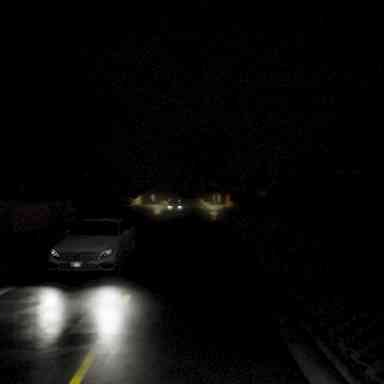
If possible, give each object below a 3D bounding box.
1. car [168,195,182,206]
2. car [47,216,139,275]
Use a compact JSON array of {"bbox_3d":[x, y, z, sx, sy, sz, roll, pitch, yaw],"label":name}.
[{"bbox_3d":[-2.780,1.319,54.502,2.097,1.767,4.553,0,-1,0],"label":"car"},{"bbox_3d":[-2.845,1.520,10.528,1.812,1.442,4.674,0,0,0],"label":"car"}]
